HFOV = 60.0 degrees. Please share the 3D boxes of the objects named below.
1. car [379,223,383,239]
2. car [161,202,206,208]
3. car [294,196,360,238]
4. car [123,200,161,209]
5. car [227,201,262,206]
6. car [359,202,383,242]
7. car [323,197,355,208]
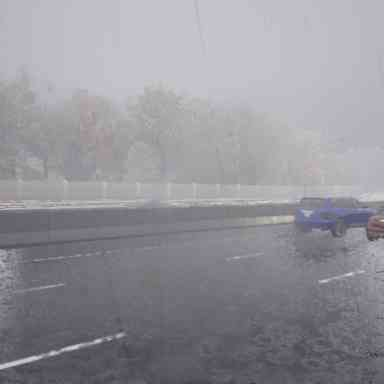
[{"bbox_3d":[7.555,1.552,9.124,5.357,1.411,2.033,0,0,-35],"label":"car"},{"bbox_3d":[-0.250,1.575,29.586,4.181,1.385,1.994,0,0,-35],"label":"car"},{"bbox_3d":[7.866,1.231,17.940,5.566,2.045,2.150,0,0,-35],"label":"car"},{"bbox_3d":[-4.570,1.559,35.106,5.357,1.411,2.033,0,0,-35],"label":"car"},{"bbox_3d":[4.187,1.506,28.448,4.902,1.511,2.128,0,0,-35],"label":"car"},{"bbox_3d":[9.959,1.361,15.132,4.553,1.767,2.097,0,0,-35],"label":"car"},{"bbox_3d":[21.859,1.571,49.511,4.902,1.511,2.128,0,0,-35],"label":"car"}]
